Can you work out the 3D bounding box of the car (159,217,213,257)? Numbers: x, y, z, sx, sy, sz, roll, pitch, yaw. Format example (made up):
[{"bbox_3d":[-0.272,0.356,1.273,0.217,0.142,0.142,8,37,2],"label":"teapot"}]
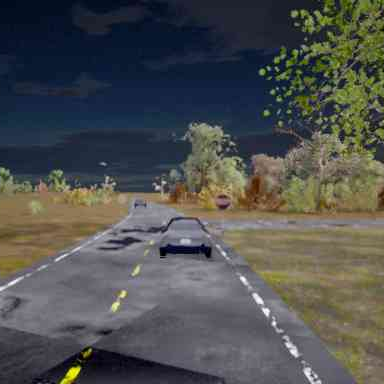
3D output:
[{"bbox_3d":[-0.279,1.708,13.558,1.994,1.385,4.181,0,-1,-2],"label":"car"}]

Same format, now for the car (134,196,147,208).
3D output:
[{"bbox_3d":[-9.588,1.854,61.936,2.150,2.045,5.566,0,-1,-10],"label":"car"}]
